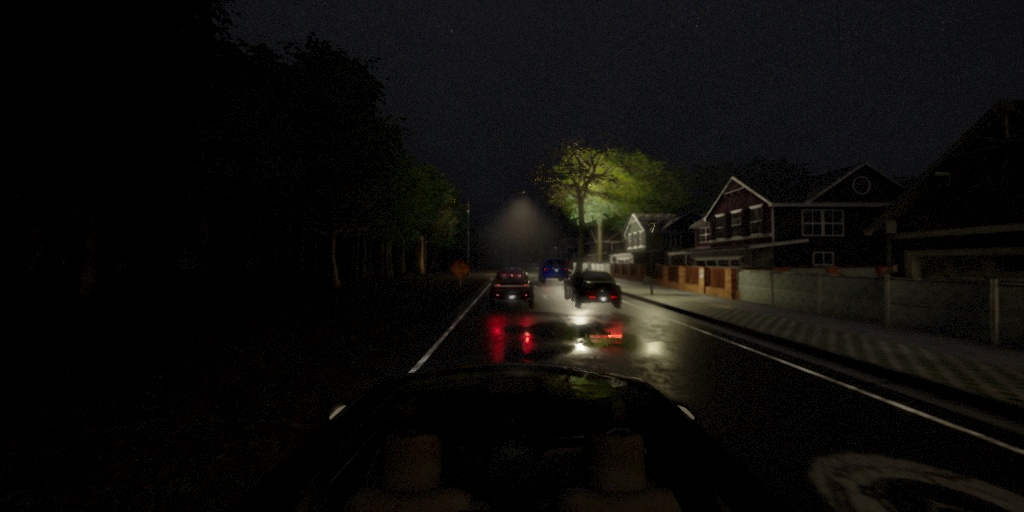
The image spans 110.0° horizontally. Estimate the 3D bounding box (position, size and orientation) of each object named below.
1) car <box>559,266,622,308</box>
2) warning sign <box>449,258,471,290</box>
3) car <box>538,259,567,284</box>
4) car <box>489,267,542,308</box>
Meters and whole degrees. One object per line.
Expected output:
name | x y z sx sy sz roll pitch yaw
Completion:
car | 3.504 1.399 16.141 1.837 1.490 4.892 0 0 0
warning sign | -3.048 1.055 21.187 1.300 1.860 1.060 0 0 0
car | 3.502 1.250 30.858 2.150 2.045 5.566 0 0 0
car | 0.004 1.383 16.154 2.128 1.511 4.902 0 0 0
